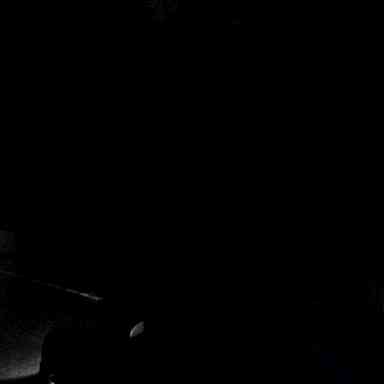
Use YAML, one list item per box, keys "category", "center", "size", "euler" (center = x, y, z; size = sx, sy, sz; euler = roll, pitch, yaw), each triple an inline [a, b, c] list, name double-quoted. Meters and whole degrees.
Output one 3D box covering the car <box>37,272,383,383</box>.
- category: "car"
  center: [0.330, 1.563, 3.331]
  size: [4.181, 1.385, 1.994]
  euler: [0, 0, 36]
